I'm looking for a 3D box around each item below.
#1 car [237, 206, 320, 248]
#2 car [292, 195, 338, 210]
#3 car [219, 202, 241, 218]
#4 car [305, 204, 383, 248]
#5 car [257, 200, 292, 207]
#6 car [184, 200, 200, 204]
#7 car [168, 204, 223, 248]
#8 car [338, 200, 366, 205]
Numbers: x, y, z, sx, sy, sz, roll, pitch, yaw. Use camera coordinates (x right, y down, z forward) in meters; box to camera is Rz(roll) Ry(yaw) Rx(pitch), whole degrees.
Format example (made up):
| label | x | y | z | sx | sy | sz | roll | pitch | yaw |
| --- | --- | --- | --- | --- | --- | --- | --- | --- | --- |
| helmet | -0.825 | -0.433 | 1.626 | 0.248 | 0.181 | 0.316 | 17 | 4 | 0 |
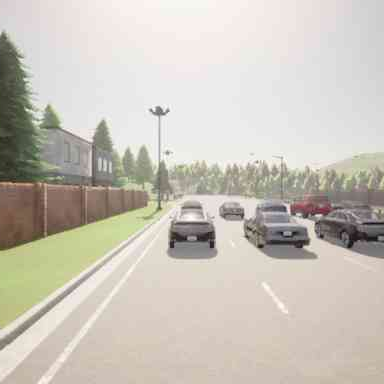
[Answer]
| label | x | y | z | sx | sy | sz | roll | pitch | yaw |
| --- | --- | --- | --- | --- | --- | --- | --- | --- | --- |
| car | 3.500 | 1.560 | 14.659 | 2.033 | 1.411 | 5.357 | 0 | 0 | 0 |
| car | 10.500 | 1.255 | 29.689 | 2.150 | 2.045 | 5.566 | 0 | 0 | 0 |
| car | 3.500 | 1.561 | 29.659 | 2.033 | 1.411 | 5.357 | 0 | 0 | 0 |
| car | 7.000 | 1.492 | 14.659 | 2.128 | 1.511 | 4.902 | 0 | 0 | 0 |
| car | 7.000 | 1.482 | 29.659 | 1.882 | 1.535 | 5.008 | 0 | 0 | 0 |
| car | 0.000 | 1.482 | 29.659 | 1.882 | 1.535 | 5.008 | 0 | 0 | 0 |
| car | 0.000 | 1.492 | 14.659 | 2.128 | 1.511 | 4.902 | 0 | 0 | 0 |
| car | 14.000 | 1.493 | 29.659 | 2.128 | 1.511 | 4.902 | 0 | 0 | 0 |
